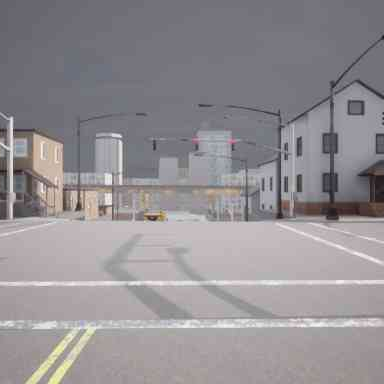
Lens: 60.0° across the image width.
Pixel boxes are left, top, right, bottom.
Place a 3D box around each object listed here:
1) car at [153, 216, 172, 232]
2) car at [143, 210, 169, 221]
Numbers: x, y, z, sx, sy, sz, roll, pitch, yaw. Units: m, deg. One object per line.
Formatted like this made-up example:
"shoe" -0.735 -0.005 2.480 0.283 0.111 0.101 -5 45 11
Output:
"car" -3.781 4.235 43.687 2.128 1.511 4.902 0 -13 -1
"car" -3.673 2.536 33.465 1.882 1.535 5.008 0 -9 1
